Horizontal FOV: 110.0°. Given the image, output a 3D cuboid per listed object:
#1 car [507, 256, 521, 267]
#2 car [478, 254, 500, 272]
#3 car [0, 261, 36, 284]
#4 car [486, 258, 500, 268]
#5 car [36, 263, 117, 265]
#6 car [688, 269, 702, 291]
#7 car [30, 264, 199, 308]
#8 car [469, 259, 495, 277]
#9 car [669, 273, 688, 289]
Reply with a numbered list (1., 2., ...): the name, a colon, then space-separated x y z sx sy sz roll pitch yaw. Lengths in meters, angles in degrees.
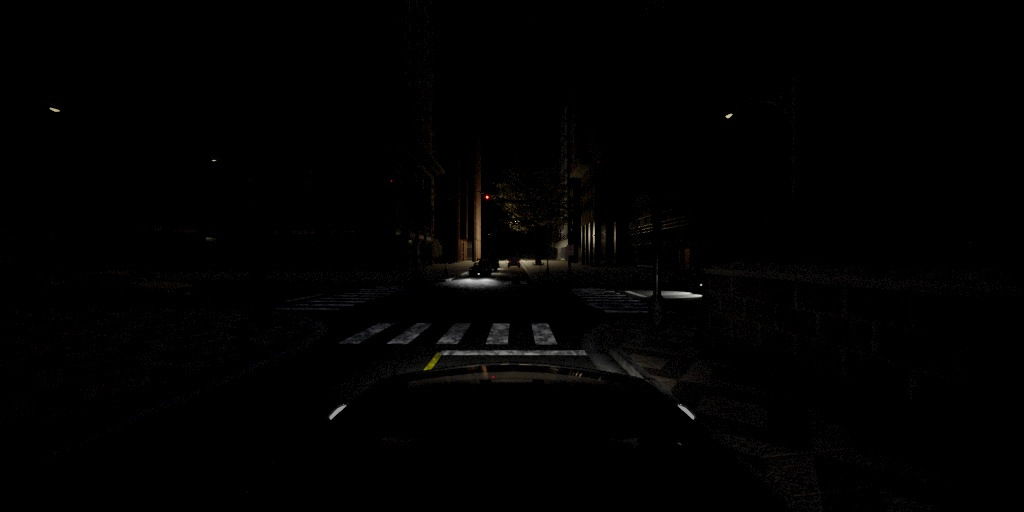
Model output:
1. car: 0.324 1.034 57.356 1.812 1.442 4.674 0 0 0
2. car: -2.930 0.831 44.178 2.150 2.045 5.566 0 0 -1
3. car: -31.844 0.974 22.498 4.507 1.381 1.888 0 0 1
4. car: -2.872 1.059 54.340 1.812 1.442 4.674 0 0 0
5. car: -26.227 1.065 22.443 4.313 1.339 1.948 0 0 1
6. car: 12.233 1.396 19.397 4.181 1.385 1.994 0 0 1
7. car: -14.892 1.146 13.804 4.829 1.417 1.751 0 0 1
8. car: -2.968 1.275 34.364 1.895 1.301 4.718 0 0 0
9. car: 12.006 1.381 22.062 4.403 1.370 2.007 0 0 1
